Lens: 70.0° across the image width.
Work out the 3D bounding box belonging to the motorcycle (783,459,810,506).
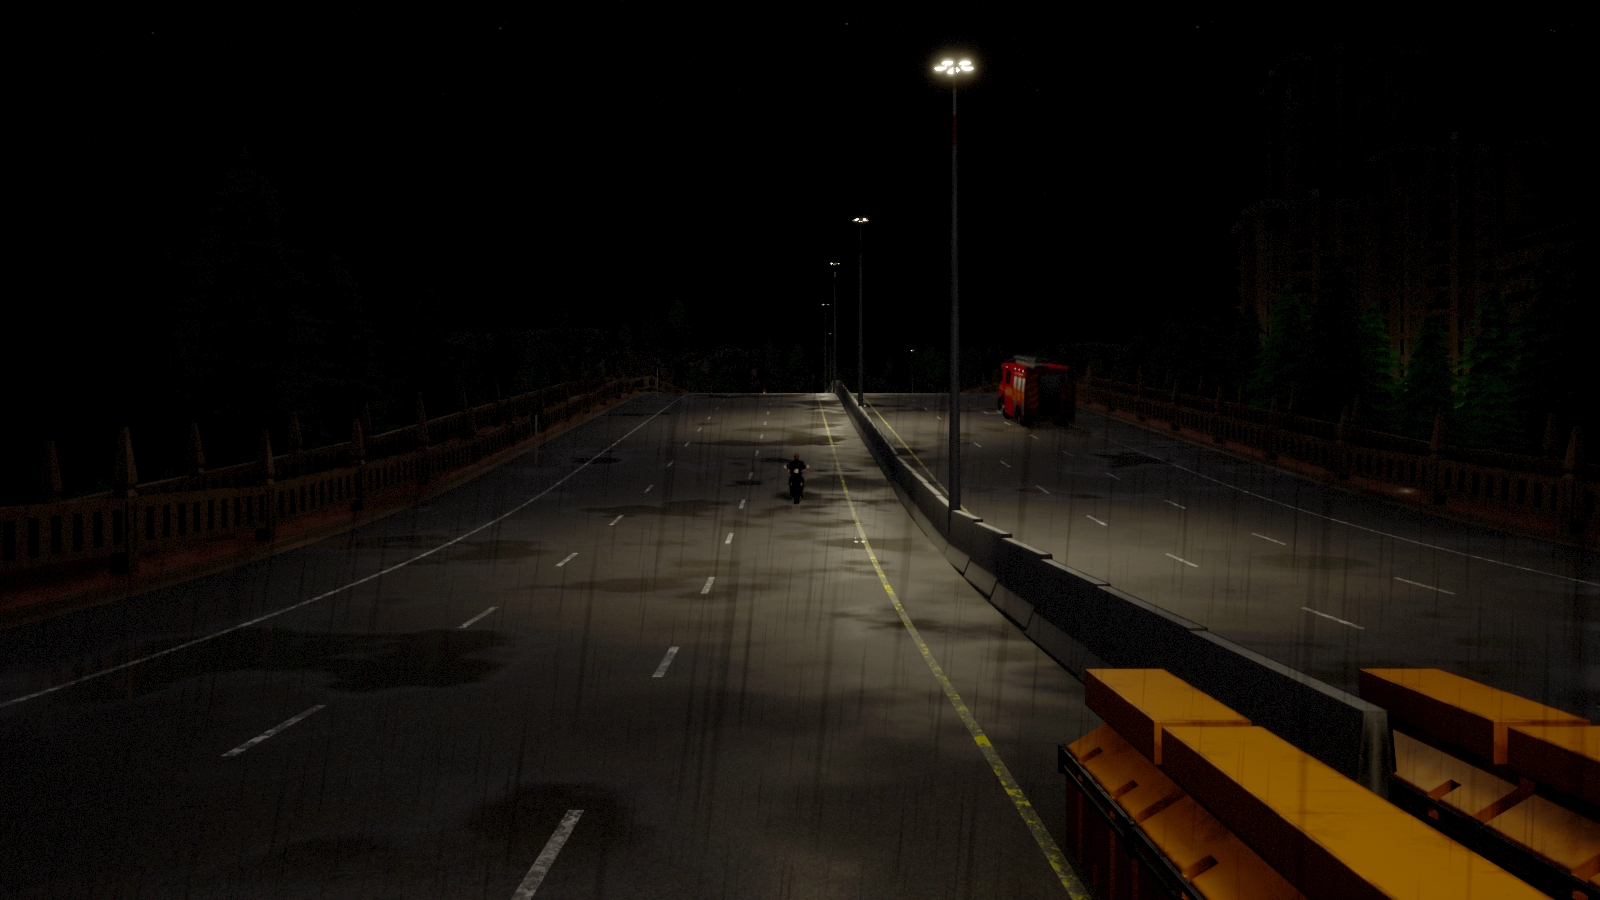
[{"bbox_3d":[-0.116,1.049,37.382,0.856,1.316,1.805,0,5,0],"label":"motorcycle"}]
